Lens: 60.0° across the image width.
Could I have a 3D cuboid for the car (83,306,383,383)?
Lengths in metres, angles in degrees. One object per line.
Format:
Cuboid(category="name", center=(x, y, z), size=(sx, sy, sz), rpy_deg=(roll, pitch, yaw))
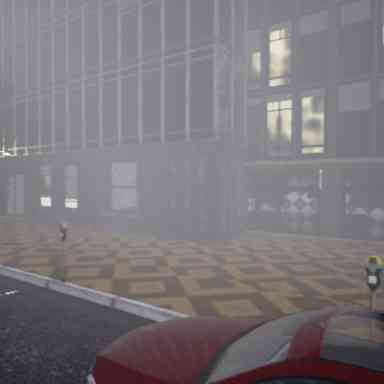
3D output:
Cuboid(category="car", center=(1.023, 1.527, 2.242), size=(4.206, 1.307, 1.802), rpy_deg=(1, 2, 34))
